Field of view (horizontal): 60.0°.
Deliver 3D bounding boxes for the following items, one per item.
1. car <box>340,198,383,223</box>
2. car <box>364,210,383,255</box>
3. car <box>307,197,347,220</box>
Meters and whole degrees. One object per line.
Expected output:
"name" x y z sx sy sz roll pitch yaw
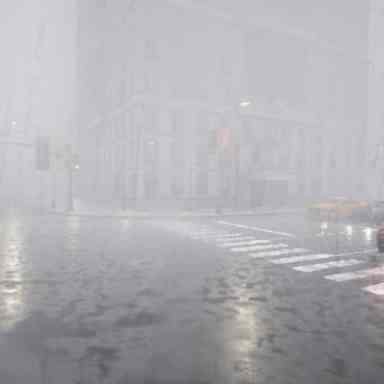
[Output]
"car" 12.147 1.245 20.906 5.357 1.411 2.033 0 1 -28
"car" 7.984 1.416 10.626 4.892 1.490 1.837 0 1 -28
"car" 10.516 1.109 23.997 5.008 1.535 1.882 0 1 -28
